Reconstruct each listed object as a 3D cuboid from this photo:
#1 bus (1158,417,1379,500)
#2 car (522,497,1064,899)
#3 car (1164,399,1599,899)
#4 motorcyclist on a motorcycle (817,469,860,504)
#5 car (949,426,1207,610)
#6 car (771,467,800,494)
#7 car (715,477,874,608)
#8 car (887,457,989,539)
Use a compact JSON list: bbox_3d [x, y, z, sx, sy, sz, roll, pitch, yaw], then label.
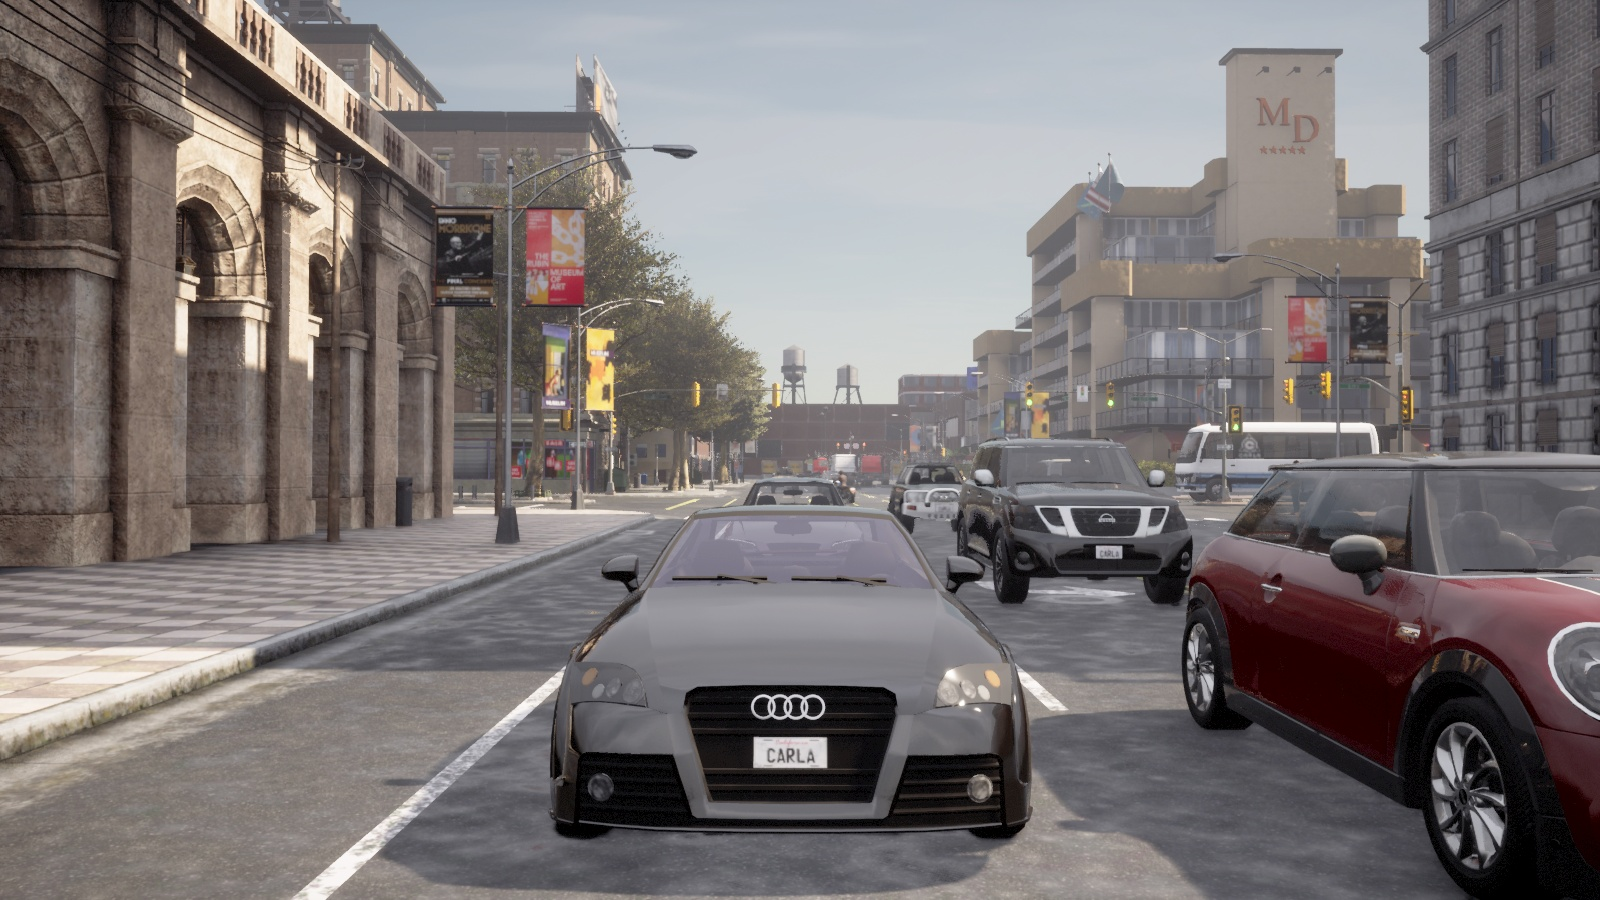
[{"bbox_3d":[24.795,0.460,66.964,10.273,4.253,3.944,0,-1,-1],"label":"bus"},{"bbox_3d":[-0.032,0.991,6.719,1.994,1.385,4.181,0,-1,0],"label":"car"},{"bbox_3d":[3.469,0.760,5.993,2.097,1.767,4.553,0,-1,0],"label":"car"},{"bbox_3d":[1.853,1.779,60.994,0.766,1.649,2.350,0,-1,-36],"label":"motorcyclist on a motorcycle"},{"bbox_3d":[3.426,0.801,16.761,2.150,2.045,5.566,0,-1,0],"label":"car"},{"bbox_3d":[-1.039,2.117,88.457,1.932,1.855,4.605,0,-1,-1],"label":"car"},{"bbox_3d":[-0.072,1.105,16.502,1.816,1.474,4.193,0,-1,0],"label":"car"},{"bbox_3d":[3.293,1.134,30.817,1.932,1.855,4.605,0,-1,-1],"label":"car"}]
